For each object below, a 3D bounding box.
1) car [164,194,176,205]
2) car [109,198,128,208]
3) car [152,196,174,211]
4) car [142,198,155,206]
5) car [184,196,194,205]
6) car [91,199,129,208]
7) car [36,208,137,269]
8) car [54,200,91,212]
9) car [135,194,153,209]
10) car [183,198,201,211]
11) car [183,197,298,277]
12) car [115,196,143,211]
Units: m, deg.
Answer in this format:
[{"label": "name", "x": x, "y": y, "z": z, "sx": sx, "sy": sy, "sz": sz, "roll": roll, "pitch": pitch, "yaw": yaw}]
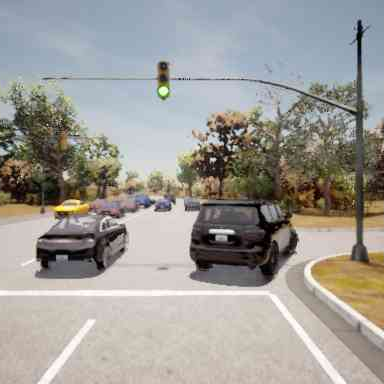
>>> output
[{"label": "car", "x": -4.071, "y": 1.288, "z": 60.508, "sx": 2.150, "sy": 2.045, "sz": 5.566, "roll": 0, "pitch": 0, "yaw": -2}, {"label": "car", "x": -10.770, "y": 1.616, "z": 48.911, "sx": 1.994, "sy": 1.385, "sz": 4.181, "roll": 0, "pitch": 0, "yaw": -1}, {"label": "car", "x": -3.512, "y": 1.570, "z": 41.300, "sx": 1.812, "sy": 1.442, "sz": 4.674, "roll": 0, "pitch": 0, "yaw": -1}, {"label": "car", "x": -7.496, "y": 1.662, "z": 57.737, "sx": 1.895, "sy": 1.301, "sz": 4.718, "roll": 0, "pitch": 0, "yaw": -2}, {"label": "car", "x": -0.632, "y": 1.591, "z": 62.193, "sx": 1.812, "sy": 1.442, "sz": 4.674, "roll": 0, "pitch": 0, "yaw": -2}, {"label": "car", "x": -7.094, "y": 1.595, "z": 29.253, "sx": 1.994, "sy": 1.385, "sz": 4.181, "roll": 0, "pitch": 0, "yaw": -1}, {"label": "car", "x": -3.402, "y": 1.504, "z": 11.123, "sx": 2.128, "sy": 1.511, "sz": 4.902, "roll": 0, "pitch": 0, "yaw": 0}, {"label": "car", "x": -10.626, "y": 1.509, "z": 29.605, "sx": 1.882, "sy": 1.535, "sz": 5.008, "roll": 0, "pitch": 0, "yaw": -2}, {"label": "car", "x": -7.259, "y": 1.272, "z": 47.654, "sx": 2.150, "sy": 2.045, "sz": 5.566, "roll": 0, "pitch": 0, "yaw": -1}, {"label": "car", "x": -0.013, "y": 1.534, "z": 41.482, "sx": 2.128, "sy": 1.511, "sz": 4.902, "roll": 0, "pitch": 0, "yaw": -1}, {"label": "car", "x": 1.863, "y": 1.233, "z": 10.673, "sx": 2.150, "sy": 2.045, "sz": 5.566, "roll": 0, "pitch": 0, "yaw": 25}, {"label": "car", "x": -7.168, "y": 1.566, "z": 38.008, "sx": 1.812, "sy": 1.442, "sz": 4.674, "roll": 0, "pitch": 0, "yaw": -1}]
